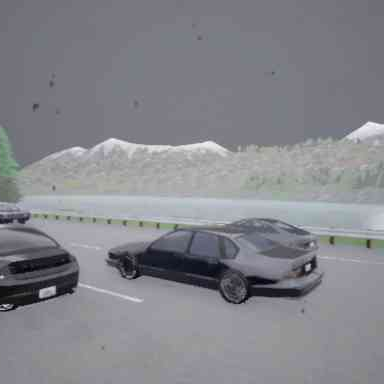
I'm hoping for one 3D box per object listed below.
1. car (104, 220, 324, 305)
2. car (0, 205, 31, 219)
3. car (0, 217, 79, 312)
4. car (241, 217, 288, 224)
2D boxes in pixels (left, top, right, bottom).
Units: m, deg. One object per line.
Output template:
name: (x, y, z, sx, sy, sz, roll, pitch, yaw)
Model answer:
car: (0.257, 1.522, 8.063, 5.357, 1.411, 2.033, 0, 0, 36)
car: (-12.531, 1.470, 21.509, 4.718, 1.301, 1.895, 0, 0, 36)
car: (-4.439, 1.460, 7.135, 4.892, 1.490, 1.837, 0, 0, 36)
car: (1.964, 1.536, 11.152, 4.181, 1.385, 1.994, 0, 0, 36)
